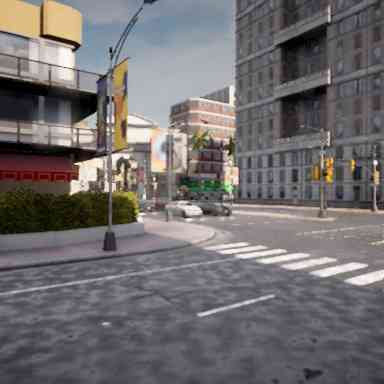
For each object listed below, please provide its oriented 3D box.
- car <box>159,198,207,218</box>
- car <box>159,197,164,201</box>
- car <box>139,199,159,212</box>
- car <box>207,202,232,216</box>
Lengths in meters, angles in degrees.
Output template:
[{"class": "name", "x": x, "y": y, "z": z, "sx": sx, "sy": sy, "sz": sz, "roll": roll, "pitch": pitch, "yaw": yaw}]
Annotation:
[{"class": "car", "x": -0.919, "y": 1.622, "z": 31.926, "sx": 1.812, "sy": 1.442, "sz": 4.674, "roll": 0, "pitch": 0, "yaw": -35}, {"class": "car", "x": -2.767, "y": 1.468, "z": 40.653, "sx": 2.097, "sy": 1.767, "sz": 4.553, "roll": 0, "pitch": 0, "yaw": -35}, {"class": "car", "x": -6.267, "y": 1.601, "z": 39.480, "sx": 1.837, "sy": 1.490, "sz": 4.892, "roll": 0, "pitch": 0, "yaw": -35}, {"class": "car", "x": 2.151, "y": 1.679, "z": 33.648, "sx": 1.994, "sy": 1.385, "sz": 4.181, "roll": 0, "pitch": 0, "yaw": -35}]
